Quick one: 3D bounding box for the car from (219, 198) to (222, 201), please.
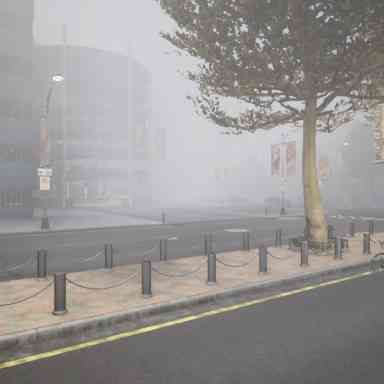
[{"bbox_3d":[4.448,1.595,75.770,4.718,1.301,1.895,0,0,42],"label":"car"}]

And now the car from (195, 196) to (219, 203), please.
[{"bbox_3d":[2.836,1.525,72.461,2.128,1.511,4.902,0,0,-44],"label":"car"}]

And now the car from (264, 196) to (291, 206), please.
[{"bbox_3d":[14.448,1.478,56.264,1.882,1.535,5.008,0,0,-34],"label":"car"}]

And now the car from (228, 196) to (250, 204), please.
[{"bbox_3d":[9.068,1.478,64.324,1.882,1.535,5.008,0,0,-33],"label":"car"}]

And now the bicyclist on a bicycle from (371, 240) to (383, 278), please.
[{"bbox_3d":[5.284,1.455,8.307,0.582,1.620,1.656,0,-2,-34],"label":"bicyclist on a bicycle"}]

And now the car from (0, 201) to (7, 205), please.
[{"bbox_3d":[-20.489,1.320,32.171,4.674,1.452,2.002,0,0,-34],"label":"car"}]
